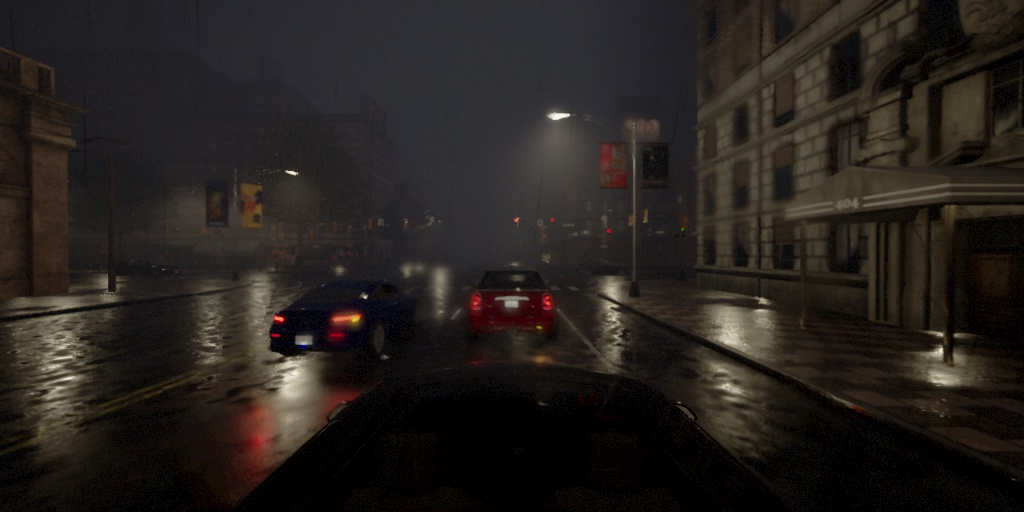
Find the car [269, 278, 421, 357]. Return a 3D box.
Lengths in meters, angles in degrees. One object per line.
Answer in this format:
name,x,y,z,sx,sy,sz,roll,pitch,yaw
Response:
car,-3.494,1.228,8.317,1.812,1.442,4.674,0,0,0

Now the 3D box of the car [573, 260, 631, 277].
car,7.723,1.087,30.880,4.902,1.511,2.128,1,0,0

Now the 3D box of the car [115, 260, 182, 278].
car,-31.153,1.087,30.693,4.902,1.511,2.128,1,0,0

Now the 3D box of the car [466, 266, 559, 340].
car,-0.004,1.043,9.911,2.097,1.767,4.553,0,0,0
